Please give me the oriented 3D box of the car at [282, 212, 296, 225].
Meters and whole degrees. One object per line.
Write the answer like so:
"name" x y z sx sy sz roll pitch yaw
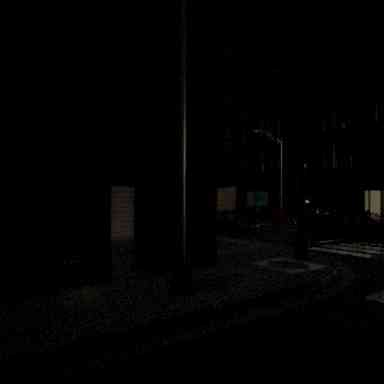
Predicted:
"car" 9.092 1.762 24.027 2.008 1.369 4.403 0 0 -35

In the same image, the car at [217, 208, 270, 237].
"car" 2.133 1.733 19.102 1.802 1.307 4.206 0 0 -35

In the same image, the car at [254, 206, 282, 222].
"car" 5.912 1.848 28.549 1.802 1.307 4.206 0 0 -35

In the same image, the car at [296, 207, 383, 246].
"car" 7.883 1.658 15.575 2.033 1.411 5.357 0 -1 -35
